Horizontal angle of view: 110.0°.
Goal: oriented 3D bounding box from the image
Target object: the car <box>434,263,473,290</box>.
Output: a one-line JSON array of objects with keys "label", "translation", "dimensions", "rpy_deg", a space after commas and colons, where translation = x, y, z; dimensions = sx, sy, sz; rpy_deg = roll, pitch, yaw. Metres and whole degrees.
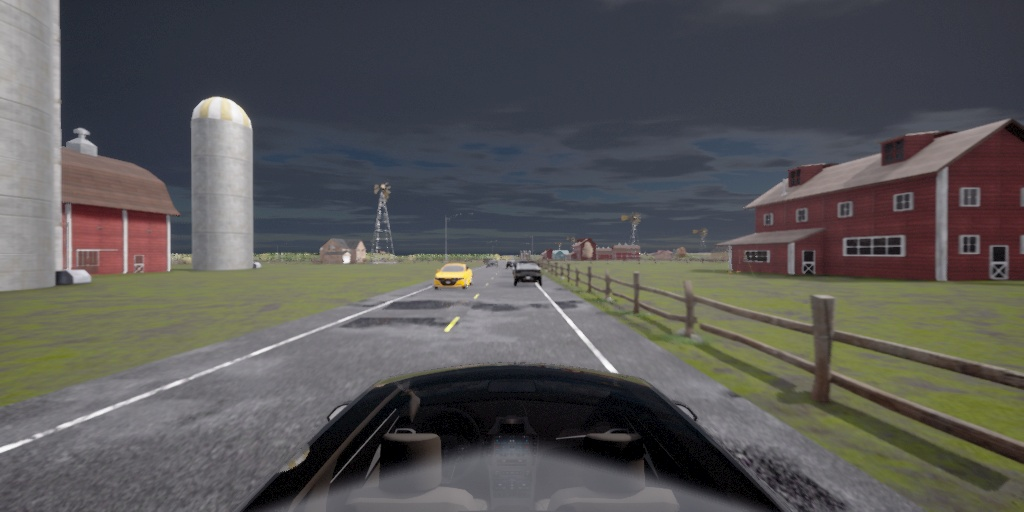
[{"label": "car", "translation": [-3.598, 1.220, 22.683], "dimensions": [1.882, 1.535, 5.008], "rpy_deg": [0, 0, 0]}]

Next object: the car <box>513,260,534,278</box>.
[{"label": "car", "translation": [1.049, 1.225, 35.287], "dimensions": [1.882, 1.535, 5.008], "rpy_deg": [0, 0, 0]}]

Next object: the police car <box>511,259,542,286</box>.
[{"label": "police car", "translation": [1.049, 1.168, 25.396], "dimensions": [1.930, 1.638, 5.238], "rpy_deg": [0, 0, 0]}]

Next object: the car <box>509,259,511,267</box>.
[{"label": "car", "translation": [1.048, 1.104, 41.258], "dimensions": [2.097, 1.767, 4.553], "rpy_deg": [0, 0, 0]}]

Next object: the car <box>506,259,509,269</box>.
[{"label": "car", "translation": [-0.002, 1.254, 58.889], "dimensions": [1.882, 1.535, 5.008], "rpy_deg": [0, 0, 0]}]
